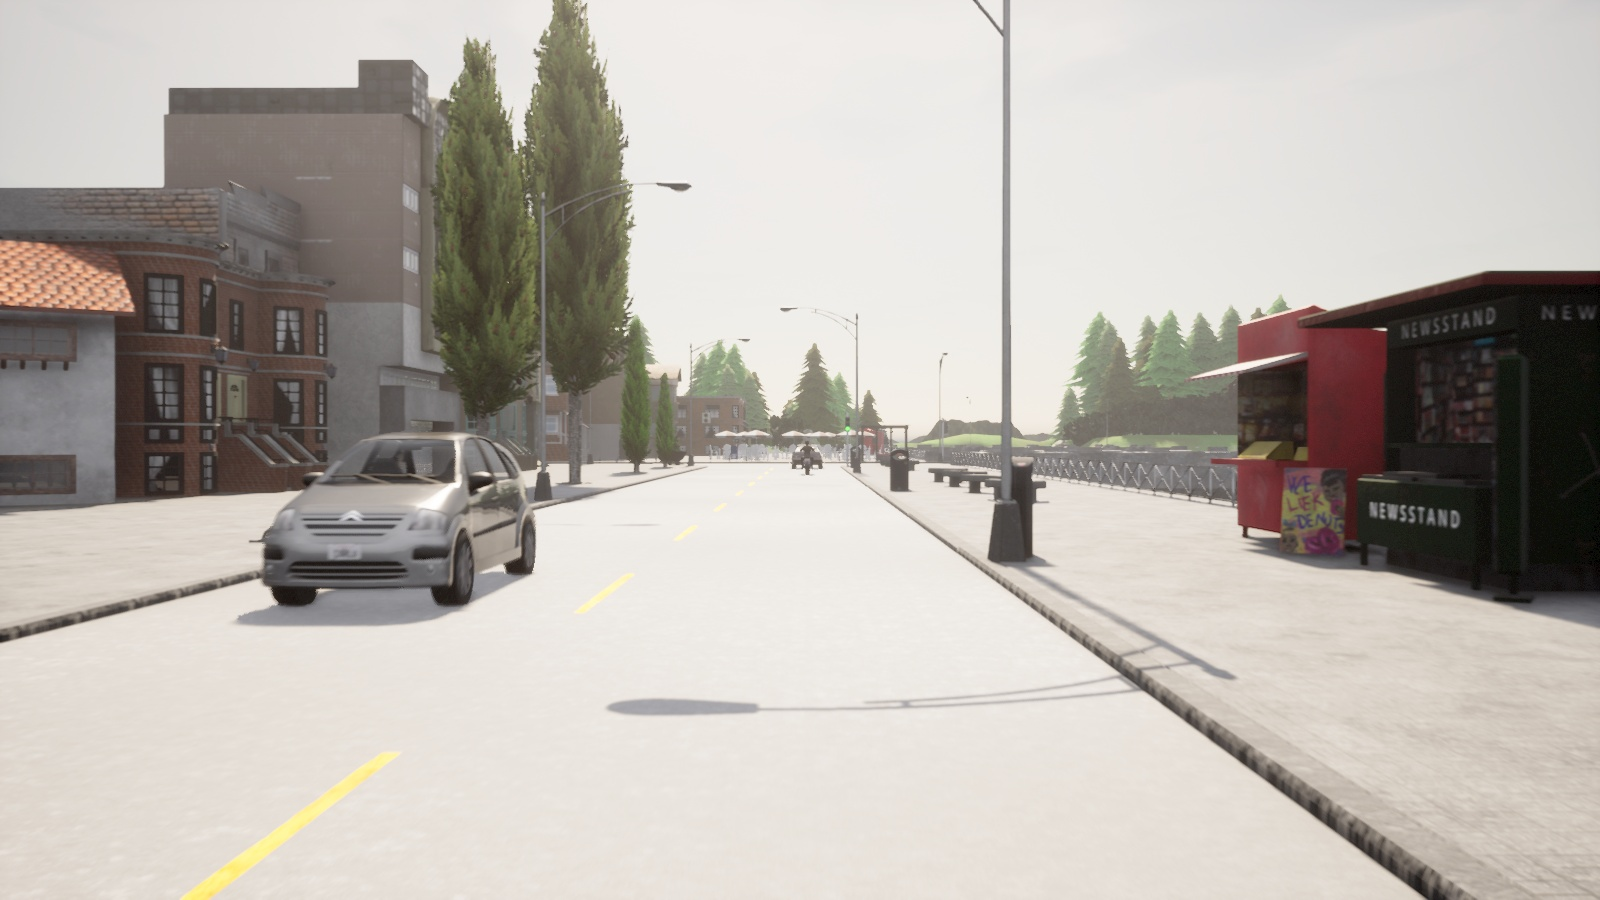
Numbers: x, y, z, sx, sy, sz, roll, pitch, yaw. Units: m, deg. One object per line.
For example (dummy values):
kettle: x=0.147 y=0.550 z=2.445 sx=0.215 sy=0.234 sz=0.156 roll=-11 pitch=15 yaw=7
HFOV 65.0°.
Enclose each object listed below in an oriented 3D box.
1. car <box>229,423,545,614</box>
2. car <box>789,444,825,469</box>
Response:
car: x=-3.914 y=0.570 z=12.666 sx=1.851 sy=1.617 sz=3.988 roll=0 pitch=0 yaw=0
car: x=0.428 y=0.376 z=74.209 sx=2.033 sy=1.411 sz=5.357 roll=0 pitch=0 yaw=0
